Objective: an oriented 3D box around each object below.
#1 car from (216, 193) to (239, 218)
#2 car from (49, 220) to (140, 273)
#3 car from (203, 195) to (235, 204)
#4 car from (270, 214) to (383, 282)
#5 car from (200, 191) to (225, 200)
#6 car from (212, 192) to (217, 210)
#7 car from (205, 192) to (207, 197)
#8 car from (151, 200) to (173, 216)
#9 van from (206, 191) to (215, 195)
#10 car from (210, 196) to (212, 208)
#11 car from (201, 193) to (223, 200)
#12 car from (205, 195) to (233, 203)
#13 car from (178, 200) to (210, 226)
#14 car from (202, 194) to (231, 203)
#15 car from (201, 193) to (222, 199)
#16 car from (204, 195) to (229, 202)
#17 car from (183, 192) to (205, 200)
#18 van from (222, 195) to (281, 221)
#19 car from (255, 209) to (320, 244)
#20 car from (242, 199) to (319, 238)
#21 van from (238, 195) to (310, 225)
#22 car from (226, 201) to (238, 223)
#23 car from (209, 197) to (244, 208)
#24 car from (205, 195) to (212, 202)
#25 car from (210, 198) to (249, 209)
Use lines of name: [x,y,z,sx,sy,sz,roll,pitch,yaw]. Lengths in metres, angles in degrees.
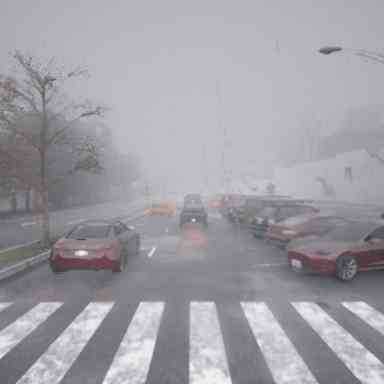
car: [5.049,1.282,24.655,5.566,2.045,2.435,1,0,-20]
car: [-2.900,1.583,10.736,1.994,1.385,4.181,0,0,0]
car: [4.897,1.351,60.418,5.366,1.575,1.946,1,1,-20]
car: [5.045,1.536,9.721,4.792,1.488,2.163,1,0,-20]
car: [5.101,0.873,81.371,5.566,2.045,2.435,1,0,-20]
car: [5.100,1.293,30.652,5.566,2.045,2.435,1,0,-20]
car: [5.043,1.302,54.507,4.553,1.767,2.185,1,0,-20]
car: [-2.899,1.532,32.713,1.882,1.535,5.008,0,0,0]
van: [4.966,1.233,51.479,4.442,1.987,1.878,1,1,-20]
car: [5.043,1.564,39.580,4.792,1.488,2.163,1,1,-20]
car: [5.077,1.101,84.338,5.008,1.535,2.097,1,1,-20]
car: [5.097,1.346,63.480,4.792,1.488,2.163,1,1,-20]
car: [0.100,1.548,23.699,1.837,1.490,4.892,0,0,0]
car: [4.898,1.273,66.383,5.366,1.575,1.946,1,1,-20]
car: [5.065,1.081,87.323,4.892,1.521,2.231,1,0,-20]
car: [5.067,1.283,69.432,4.674,1.452,2.002,1,0,-20]
car: [0.090,1.253,41.570,2.150,2.045,5.566,0,0,0]
van: [4.965,1.312,27.609,4.442,1.987,1.878,1,0,-20]
car: [5.066,1.552,12.739,4.674,1.452,2.002,1,0,-20]
car: [5.042,1.392,15.712,4.553,1.767,2.185,1,0,-20]
van: [5.182,1.299,18.747,4.442,1.987,1.878,1,0,-20]
car: [5.064,1.530,21.686,4.892,1.521,2.231,1,0,-20]
car: [5.066,1.524,48.549,4.674,1.452,2.002,1,0,-20]
car: [4.899,1.517,42.507,5.366,1.575,1.946,1,1,-20]
car: [5.097,1.538,45.577,4.792,1.488,2.163,1,0,-20]
